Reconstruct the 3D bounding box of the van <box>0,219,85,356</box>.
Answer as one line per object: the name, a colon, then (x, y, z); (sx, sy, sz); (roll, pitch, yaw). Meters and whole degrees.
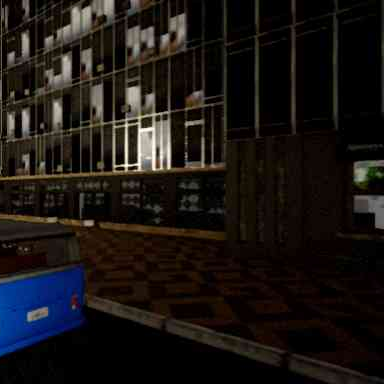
van: (-3.491, 1.338, 5.367); (3.998, 1.788, 1.690); (0, 0, 36)
